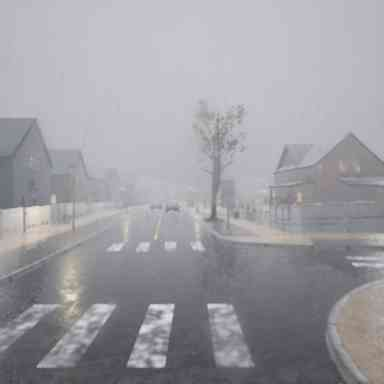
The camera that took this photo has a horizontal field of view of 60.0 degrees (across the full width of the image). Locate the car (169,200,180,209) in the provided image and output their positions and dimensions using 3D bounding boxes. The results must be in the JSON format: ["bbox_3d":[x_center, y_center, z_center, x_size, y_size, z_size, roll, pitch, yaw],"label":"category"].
[{"bbox_3d":[-3.247,2.244,62.306,1.882,1.535,5.008,0,-1,0],"label":"car"}]

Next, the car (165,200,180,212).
[{"bbox_3d":[-2.772,2.144,47.046,1.895,1.301,4.718,0,-1,-3],"label":"car"}]

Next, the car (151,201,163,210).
[{"bbox_3d":[-5.896,2.205,56.182,1.812,1.442,4.674,0,-1,-1],"label":"car"}]
